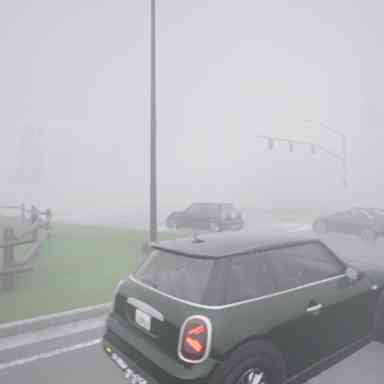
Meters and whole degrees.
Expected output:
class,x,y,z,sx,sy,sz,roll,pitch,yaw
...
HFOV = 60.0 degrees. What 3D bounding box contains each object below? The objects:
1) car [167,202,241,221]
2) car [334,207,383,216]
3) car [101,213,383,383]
class,x,y,z,sx,sy,sz,roll,pitch,yaw
car,0.632,1.338,19.045,4.553,1.767,2.097,0,0,42
car,7.917,1.473,15.996,2.128,1.511,4.902,0,0,-21
car,1.155,1.348,4.787,4.553,1.767,2.097,0,0,-38
